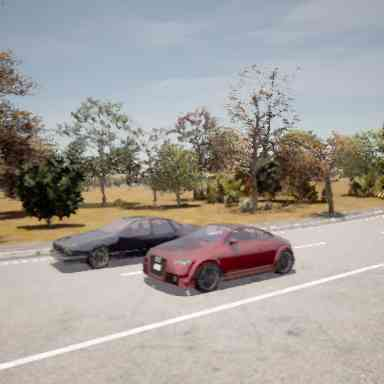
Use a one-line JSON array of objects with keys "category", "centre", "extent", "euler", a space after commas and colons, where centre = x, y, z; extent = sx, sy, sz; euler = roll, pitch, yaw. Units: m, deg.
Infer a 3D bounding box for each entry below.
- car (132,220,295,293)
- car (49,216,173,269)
[{"category": "car", "centre": [0.820, 1.549, 8.877], "extent": [4.181, 1.385, 1.994], "euler": [0, 0, -36]}, {"category": "car", "centre": [-1.838, 1.535, 11.280], "extent": [5.357, 1.411, 2.033], "euler": [0, 0, -36]}]
